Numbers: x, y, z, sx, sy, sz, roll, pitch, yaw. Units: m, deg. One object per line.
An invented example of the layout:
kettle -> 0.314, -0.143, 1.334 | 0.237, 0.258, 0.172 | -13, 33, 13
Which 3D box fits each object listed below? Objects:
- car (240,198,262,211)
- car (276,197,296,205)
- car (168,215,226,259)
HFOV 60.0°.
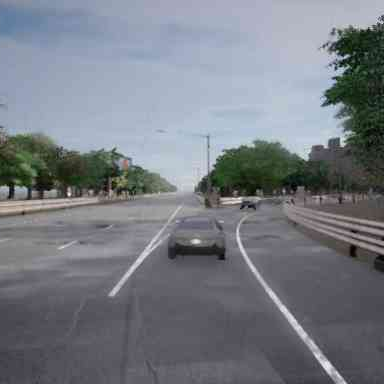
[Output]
car -> 7.470, 1.489, 41.768 | 1.837, 1.490, 4.892 | -1, 0, 24
car -> 16.189, 1.504, 57.030 | 2.033, 1.411, 5.357 | 0, 0, 36
car -> 0.278, 1.563, 12.668 | 1.994, 1.385, 4.181 | 0, 0, 4
